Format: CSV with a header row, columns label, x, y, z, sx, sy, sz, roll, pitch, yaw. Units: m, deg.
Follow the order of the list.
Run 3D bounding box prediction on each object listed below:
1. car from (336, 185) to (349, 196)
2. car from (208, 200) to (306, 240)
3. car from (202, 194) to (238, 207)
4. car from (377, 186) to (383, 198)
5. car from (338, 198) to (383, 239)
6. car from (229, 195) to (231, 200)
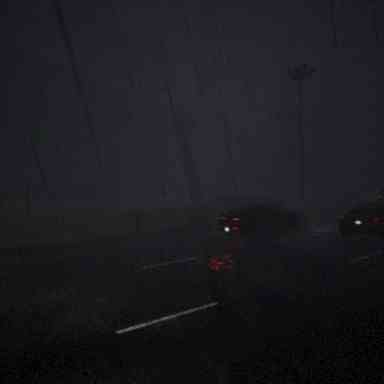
label,x,y,z,sx,sy,sz,roll,pitch,yaw
car,29.904,-0.309,66.121,2.150,2.045,5.566,-1,1,34
car,3.313,1.224,15.336,4.892,1.490,1.837,-2,1,-39
car,3.306,0.946,39.092,4.181,1.385,1.994,-2,1,-45
car,17.502,0.473,28.242,2.150,2.045,5.566,0,1,45
car,8.407,1.185,15.042,4.181,1.385,1.994,-2,1,-40
car,5.046,1.025,31.078,4.181,1.385,1.994,-2,1,-43
